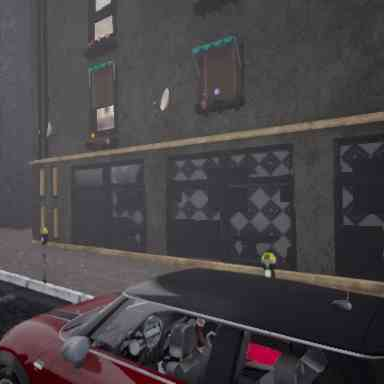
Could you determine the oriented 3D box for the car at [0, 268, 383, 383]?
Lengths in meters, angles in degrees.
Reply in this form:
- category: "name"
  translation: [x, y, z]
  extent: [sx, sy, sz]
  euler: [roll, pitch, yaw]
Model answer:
- category: "car"
  translation: [-0.049, 1.438, 2.929]
  extent: [4.097, 1.590, 1.967]
  euler: [0, -1, 36]
